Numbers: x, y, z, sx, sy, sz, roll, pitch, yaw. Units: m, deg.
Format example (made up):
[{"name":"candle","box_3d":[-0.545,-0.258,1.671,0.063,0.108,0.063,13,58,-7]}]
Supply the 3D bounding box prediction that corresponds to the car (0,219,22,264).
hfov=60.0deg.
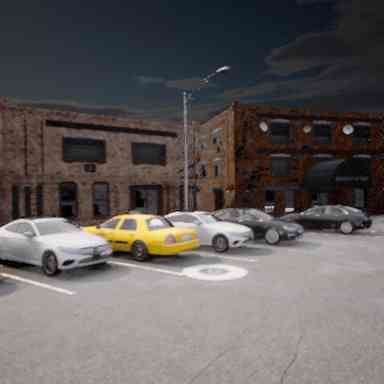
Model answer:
[{"name":"car","box_3d":[-6.912,1.488,8.676,4.892,1.521,2.231,-1,-1,34]}]

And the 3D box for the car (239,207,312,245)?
[{"name":"car","box_3d":[2.642,1.480,15.486,4.892,1.521,2.231,-1,-1,34]}]

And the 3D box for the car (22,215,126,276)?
[{"name":"car","box_3d":[-4.522,1.525,10.371,4.674,1.452,2.002,-1,-1,35]}]

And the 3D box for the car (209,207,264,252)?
[{"name":"car","box_3d":[0.256,1.521,13.779,4.674,1.452,2.002,-1,-1,35]}]

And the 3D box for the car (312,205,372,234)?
[{"name":"car","box_3d":[7.421,1.476,18.882,4.892,1.521,2.231,-1,0,34]}]

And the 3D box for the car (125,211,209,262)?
[{"name":"car","box_3d":[-2.288,1.482,12.173,5.366,1.575,1.946,-1,0,35]}]
